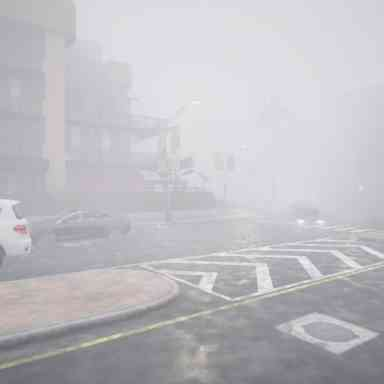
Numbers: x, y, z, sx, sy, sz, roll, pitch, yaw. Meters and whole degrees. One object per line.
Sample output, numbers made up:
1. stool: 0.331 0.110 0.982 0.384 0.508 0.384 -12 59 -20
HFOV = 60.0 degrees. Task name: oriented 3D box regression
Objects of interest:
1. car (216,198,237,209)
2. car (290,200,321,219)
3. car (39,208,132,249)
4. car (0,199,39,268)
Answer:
1. car: 4.190 1.564 45.572 1.994 1.385 4.181 0 0 -35
2. car: 10.072 1.478 29.862 1.882 1.535 5.008 1 0 6
3. car: -5.033 1.491 14.521 4.902 1.511 2.128 0 0 -35
4. car: -7.267 1.221 8.642 5.566 2.045 2.150 0 0 -35
